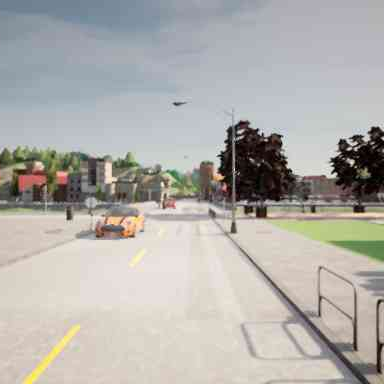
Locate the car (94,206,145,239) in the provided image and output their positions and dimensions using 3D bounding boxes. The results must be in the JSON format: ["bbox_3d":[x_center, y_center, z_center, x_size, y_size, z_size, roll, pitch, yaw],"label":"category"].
[{"bbox_3d":[-4.039,1.622,19.193,2.097,1.767,4.553,0,-1,1],"label":"car"}]

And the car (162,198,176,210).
[{"bbox_3d":[-3.993,2.032,57.794,2.150,2.045,5.566,0,0,0],"label":"car"}]
